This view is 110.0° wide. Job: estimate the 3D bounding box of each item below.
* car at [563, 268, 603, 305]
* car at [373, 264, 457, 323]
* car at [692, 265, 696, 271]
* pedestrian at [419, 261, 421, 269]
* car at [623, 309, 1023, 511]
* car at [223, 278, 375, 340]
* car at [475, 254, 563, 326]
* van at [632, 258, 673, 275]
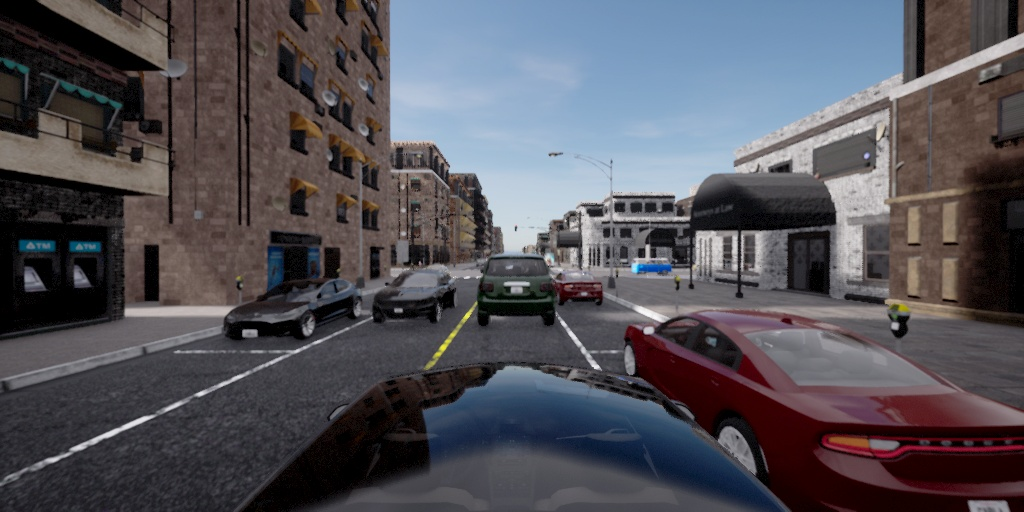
[{"bbox_3d":[2.709,1.279,15.637,1.888,1.381,4.507,0,0,0],"label":"car"},{"bbox_3d":[-3.081,1.215,12.237,1.882,1.535,5.008,0,0,0],"label":"car"},{"bbox_3d":[25.546,1.274,46.230,4.829,1.417,1.751,0,0,0],"label":"car"},{"bbox_3d":[-12.565,1.162,48.939,0.500,1.100,0.500,0,0,0],"label":"pedestrian"},{"bbox_3d":[2.693,1.292,4.244,1.888,1.381,4.507,0,0,0],"label":"car"},{"bbox_3d":[-5.680,1.306,9.958,1.948,1.339,4.313,0,0,0],"label":"car"},{"bbox_3d":[0.113,0.958,11.689,2.150,2.045,5.566,0,0,0],"label":"car"},{"bbox_3d":[14.706,1.126,37.785,3.998,1.789,1.690,0,0,0],"label":"van"}]
